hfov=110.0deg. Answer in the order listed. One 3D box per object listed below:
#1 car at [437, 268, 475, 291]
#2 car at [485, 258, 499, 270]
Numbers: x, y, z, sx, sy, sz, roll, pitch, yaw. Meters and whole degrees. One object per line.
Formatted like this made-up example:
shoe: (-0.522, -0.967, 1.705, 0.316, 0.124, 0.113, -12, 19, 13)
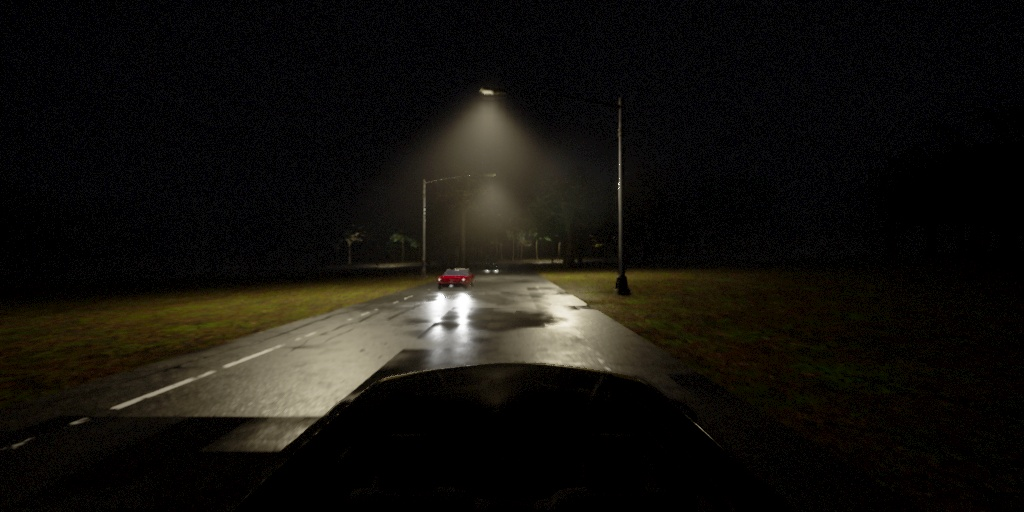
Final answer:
car: (-3.603, 1.494, 23.505, 1.895, 1.301, 4.718, 0, 0, 0)
car: (-3.534, 1.411, 63.907, 2.150, 2.045, 5.566, 0, 0, 1)
